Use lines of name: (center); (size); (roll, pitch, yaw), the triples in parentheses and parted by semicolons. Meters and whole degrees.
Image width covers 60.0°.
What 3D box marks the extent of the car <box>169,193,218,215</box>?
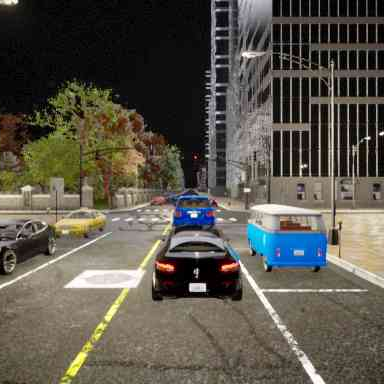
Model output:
car: (0.095, 1.214, 18.536); (2.150, 2.045, 5.566); (0, 0, 0)

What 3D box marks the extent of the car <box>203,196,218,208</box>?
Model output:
car: (2.678, 1.416, 48.587); (1.967, 1.590, 4.097); (0, 0, 0)

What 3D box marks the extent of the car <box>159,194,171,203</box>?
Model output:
car: (-5.710, 1.277, 71.312); (2.192, 1.841, 5.009); (0, 0, 0)

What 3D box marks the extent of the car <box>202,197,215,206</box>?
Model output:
car: (2.675, 1.539, 54.268); (1.947, 1.339, 4.313); (0, 0, 0)

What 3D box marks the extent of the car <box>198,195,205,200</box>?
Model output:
car: (2.664, 1.453, 94.209); (1.752, 1.417, 4.829); (0, 0, 0)

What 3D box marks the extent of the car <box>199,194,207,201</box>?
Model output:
car: (2.667, 1.388, 82.673); (1.967, 1.590, 4.097); (0, 0, 0)

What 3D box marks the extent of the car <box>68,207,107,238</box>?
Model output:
car: (-5.823, 1.518, 17.692); (1.752, 1.417, 4.829); (0, 0, 0)

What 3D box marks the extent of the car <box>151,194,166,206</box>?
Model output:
car: (-5.705, 1.517, 54.263); (1.887, 1.381, 4.507); (0, 0, 0)

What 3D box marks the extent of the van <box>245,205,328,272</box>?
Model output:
van: (2.772, 1.337, 10.462); (1.690, 1.788, 3.998); (0, 0, 0)

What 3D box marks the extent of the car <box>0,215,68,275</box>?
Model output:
car: (-5.772, 1.562, 10.458); (1.947, 1.339, 4.313); (0, 0, 0)

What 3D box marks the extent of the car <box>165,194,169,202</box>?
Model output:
car: (-5.707, 1.520, 59.945); (2.008, 1.369, 4.403); (0, 0, 0)

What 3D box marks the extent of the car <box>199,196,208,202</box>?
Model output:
car: (2.668, 1.521, 76.992); (1.947, 1.339, 4.313); (0, 0, 0)

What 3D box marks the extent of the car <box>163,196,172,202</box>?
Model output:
car: (-5.713, 1.538, 76.994); (1.802, 1.307, 4.206); (0, 0, 0)

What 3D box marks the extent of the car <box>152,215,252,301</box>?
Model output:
car: (0.100, 1.523, 8.186); (1.812, 1.442, 4.674); (0, 0, 0)
